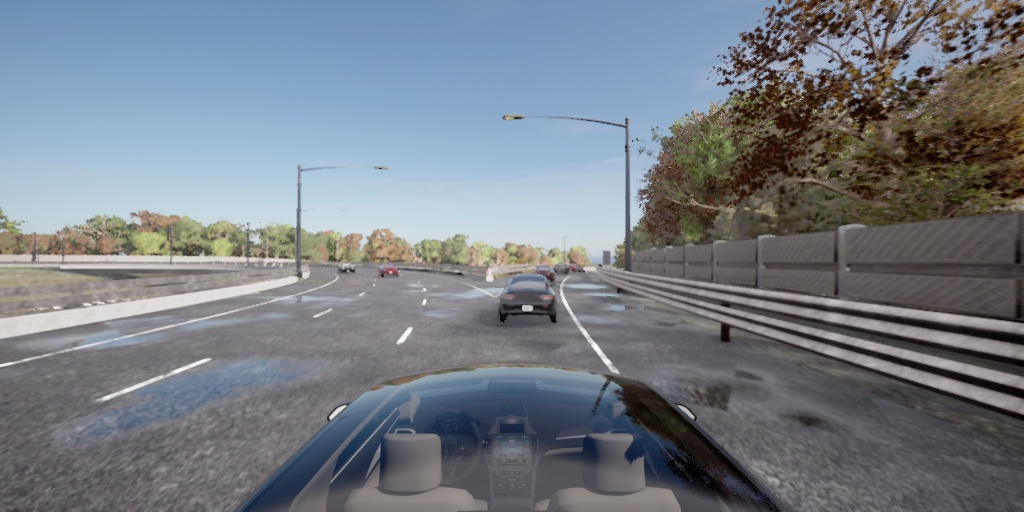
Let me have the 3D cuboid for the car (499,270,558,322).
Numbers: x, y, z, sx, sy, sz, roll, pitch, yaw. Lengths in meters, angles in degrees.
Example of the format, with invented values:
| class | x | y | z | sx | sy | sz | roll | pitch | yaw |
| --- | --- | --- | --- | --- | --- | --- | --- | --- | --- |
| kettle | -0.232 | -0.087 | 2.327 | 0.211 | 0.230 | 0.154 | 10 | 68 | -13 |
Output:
| class | x | y | z | sx | sy | sz | roll | pitch | yaw |
| --- | --- | --- | --- | --- | --- | --- | --- | --- | --- |
| car | 0.599 | 1.378 | 12.735 | 1.812 | 1.442 | 4.674 | 0 | 0 | 4 |

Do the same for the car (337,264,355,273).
| class | x | y | z | sx | sy | sz | roll | pitch | yaw |
| --- | --- | --- | --- | --- | --- | --- | --- | --- | --- |
| car | -23.800 | 1.792 | 51.353 | 1.895 | 1.301 | 4.718 | 0 | -1 | -32 |

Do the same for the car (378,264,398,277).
| class | x | y | z | sx | sy | sz | roll | pitch | yaw |
| --- | --- | --- | --- | --- | --- | --- | --- | --- | --- |
| car | -14.229 | 1.631 | 41.231 | 1.812 | 1.442 | 4.674 | 0 | -1 | -25 |

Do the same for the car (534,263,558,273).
| class | x | y | z | sx | sy | sz | roll | pitch | yaw |
| --- | --- | --- | --- | --- | --- | --- | --- | --- | --- |
| car | 2.893 | 1.560 | 32.079 | 1.812 | 1.442 | 4.674 | 0 | 0 | 10 |

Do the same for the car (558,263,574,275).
| class | x | y | z | sx | sy | sz | roll | pitch | yaw |
| --- | --- | --- | --- | --- | --- | --- | --- | --- | --- |
| car | 6.719 | 1.691 | 48.449 | 2.128 | 1.511 | 4.902 | 0 | -1 | 14 |

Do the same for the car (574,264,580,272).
| class | x | y | z | sx | sy | sz | roll | pitch | yaw |
| --- | --- | --- | --- | --- | --- | --- | --- | --- | --- |
| car | 10.496 | 2.161 | 63.344 | 1.812 | 1.442 | 4.674 | 0 | -3 | 15 |
